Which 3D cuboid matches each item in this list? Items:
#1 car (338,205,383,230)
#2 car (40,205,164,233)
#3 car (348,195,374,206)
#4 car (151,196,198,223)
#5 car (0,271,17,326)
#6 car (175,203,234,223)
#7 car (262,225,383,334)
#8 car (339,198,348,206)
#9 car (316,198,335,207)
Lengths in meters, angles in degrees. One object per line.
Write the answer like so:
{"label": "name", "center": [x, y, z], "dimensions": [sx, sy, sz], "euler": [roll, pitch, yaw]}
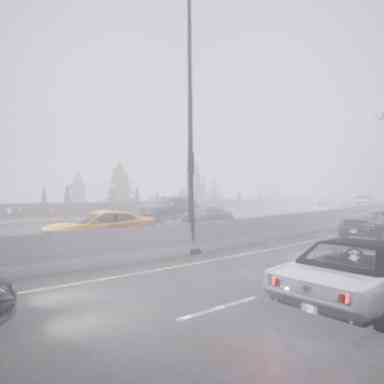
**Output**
{"label": "car", "center": [8.780, 1.571, 16.390], "dimensions": [1.812, 1.442, 4.674], "euler": [0, 0, 45]}
{"label": "car", "center": [-3.923, 1.543, 14.487], "dimensions": [5.008, 1.535, 1.882], "euler": [0, 0, -40]}
{"label": "car", "center": [23.987, 1.386, 46.567], "dimensions": [2.150, 2.045, 5.566], "euler": [0, 0, 38]}
{"label": "car", "center": [-1.736, 1.345, 25.862], "dimensions": [2.150, 2.045, 5.566], "euler": [0, 0, 44]}
{"label": "car", "center": [-5.057, 1.553, 4.611], "dimensions": [4.674, 1.442, 1.812], "euler": [0, 0, -35]}
{"label": "car", "center": [1.177, 1.669, 23.895], "dimensions": [1.994, 1.385, 4.181], "euler": [0, 0, 44]}
{"label": "car", "center": [3.637, 1.618, 6.838], "dimensions": [4.718, 1.301, 1.895], "euler": [0, 0, -39]}
{"label": "car", "center": [25.344, 1.729, 54.033], "dimensions": [1.812, 1.442, 4.674], "euler": [0, 0, 38]}
{"label": "car", "center": [22.550, 1.703, 56.134], "dimensions": [1.882, 1.535, 5.008], "euler": [0, 0, 38]}
